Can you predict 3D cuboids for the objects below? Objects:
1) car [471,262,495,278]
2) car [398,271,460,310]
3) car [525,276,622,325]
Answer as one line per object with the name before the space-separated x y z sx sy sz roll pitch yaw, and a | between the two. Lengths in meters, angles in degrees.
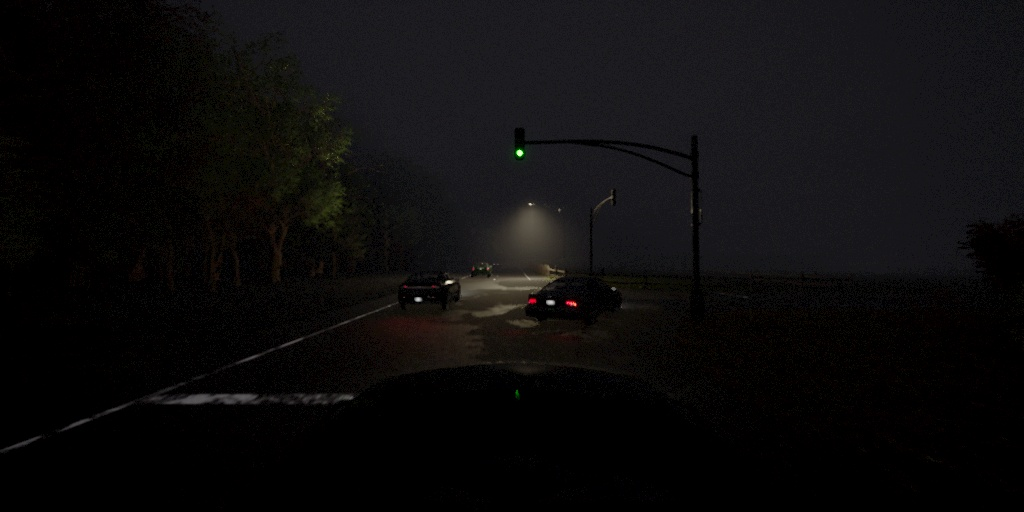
car | -3.380 1.483 40.863 2.097 1.767 4.553 0 -1 0
car | -3.393 1.376 15.412 2.128 1.511 4.902 0 -1 0
car | 2.348 1.404 12.483 2.033 1.411 5.357 -1 -1 29
